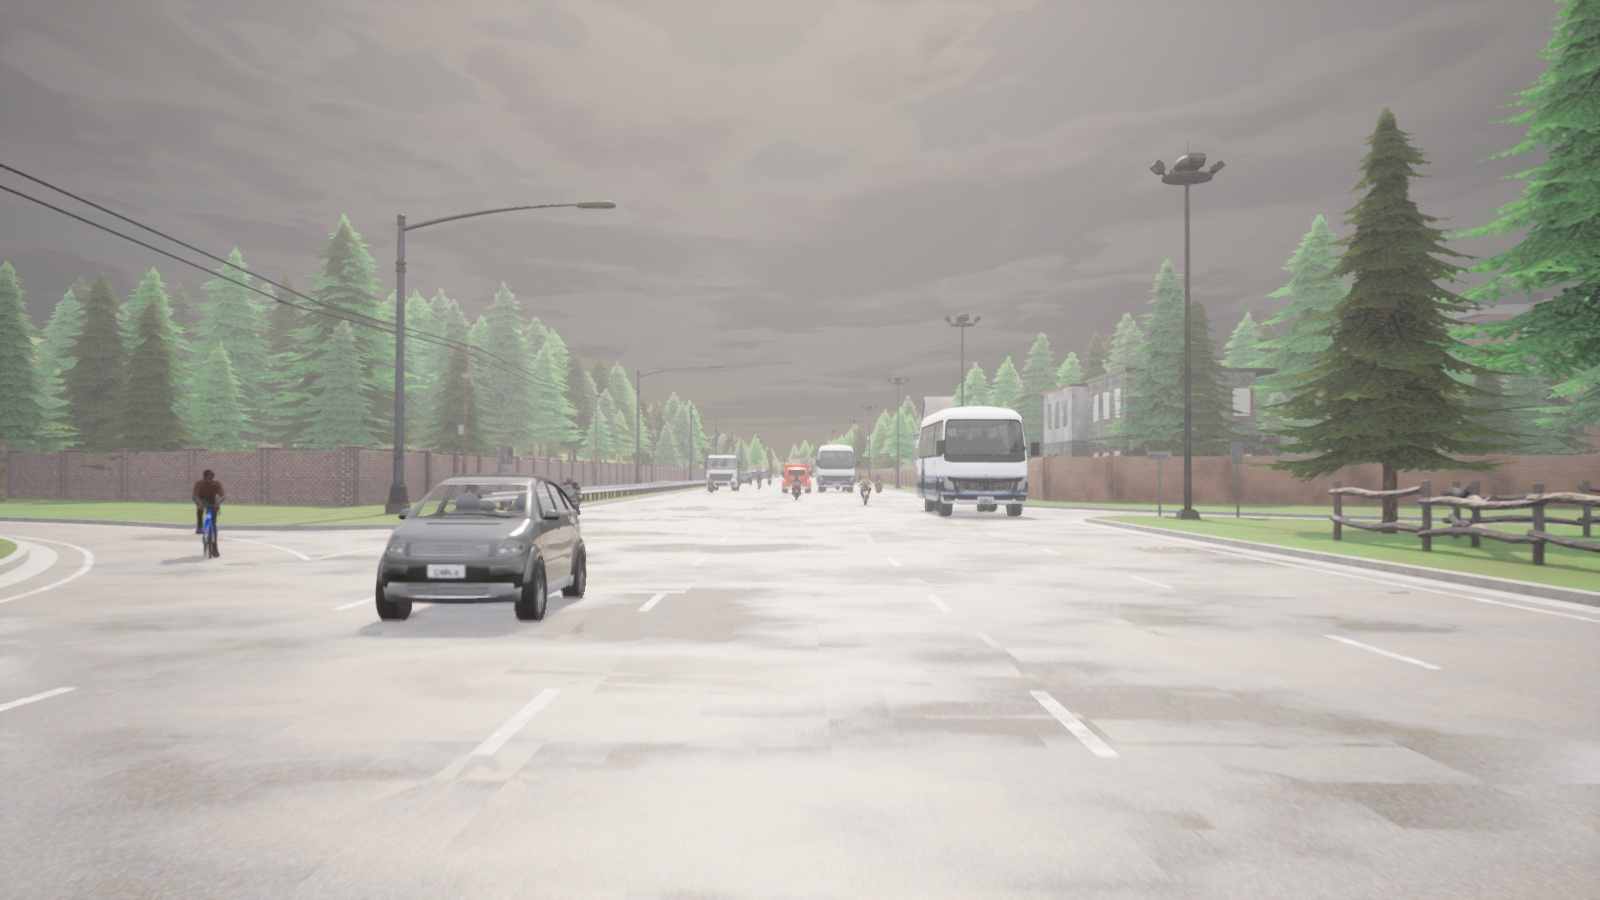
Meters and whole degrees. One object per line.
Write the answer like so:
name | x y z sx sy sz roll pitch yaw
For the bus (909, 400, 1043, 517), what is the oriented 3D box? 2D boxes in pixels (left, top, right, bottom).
bus | 6.868 0.400 50.925 3.944 4.253 10.273 0 -1 0

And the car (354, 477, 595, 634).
car | -3.536 1.089 14.331 1.789 1.549 3.705 0 -1 0

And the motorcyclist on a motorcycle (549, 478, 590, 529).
motorcyclist on a motorcycle | -7.096 1.632 38.741 0.866 1.530 2.191 0 -1 0

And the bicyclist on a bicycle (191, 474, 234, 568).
bicyclist on a bicycle | -10.665 1.256 22.777 0.582 1.620 1.656 0 0 -29
